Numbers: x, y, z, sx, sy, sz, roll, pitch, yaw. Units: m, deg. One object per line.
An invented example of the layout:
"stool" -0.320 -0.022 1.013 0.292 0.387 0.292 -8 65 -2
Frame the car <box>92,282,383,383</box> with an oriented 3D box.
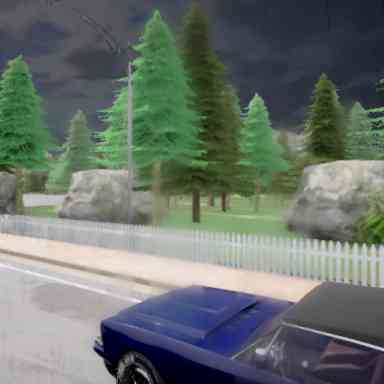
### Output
"car" 1.227 1.600 3.117 4.718 1.301 1.895 0 0 36
